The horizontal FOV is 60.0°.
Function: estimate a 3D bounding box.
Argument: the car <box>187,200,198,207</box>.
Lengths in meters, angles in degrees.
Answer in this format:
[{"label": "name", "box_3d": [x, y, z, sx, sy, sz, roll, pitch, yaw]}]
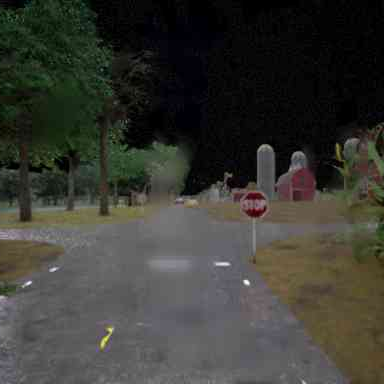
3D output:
[{"label": "car", "box_3d": [0.096, 2.278, 66.822, 1.882, 1.535, 5.008, 0, -1, 0]}]

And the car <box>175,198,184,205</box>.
[{"label": "car", "box_3d": [-2.647, 1.991, 71.420, 1.882, 1.535, 5.008, 0, -1, 0]}]

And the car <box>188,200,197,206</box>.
[{"label": "car", "box_3d": [0.112, 2.459, 77.271, 1.895, 1.301, 4.718, 0, -1, 0]}]
